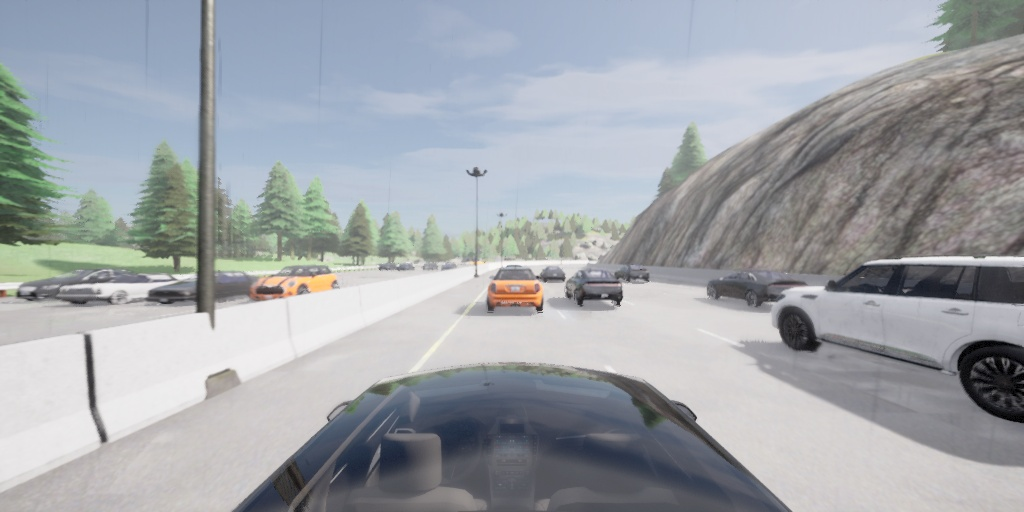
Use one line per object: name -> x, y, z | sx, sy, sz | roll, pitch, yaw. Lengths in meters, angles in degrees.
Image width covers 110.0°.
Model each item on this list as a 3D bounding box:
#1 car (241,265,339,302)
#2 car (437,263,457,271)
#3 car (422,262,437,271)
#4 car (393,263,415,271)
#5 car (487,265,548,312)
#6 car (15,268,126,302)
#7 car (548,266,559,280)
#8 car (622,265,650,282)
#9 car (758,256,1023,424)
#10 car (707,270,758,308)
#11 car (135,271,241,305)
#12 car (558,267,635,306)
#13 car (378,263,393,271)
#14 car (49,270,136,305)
car -> -10.564, 1.240, 17.817 | 2.097, 1.767, 4.553 | 0, -1, 0
car -> -10.370, 1.802, 59.382 | 2.033, 1.411, 5.357 | 0, -1, 1
car -> -13.807, 1.757, 60.817 | 2.128, 1.511, 4.902 | 0, 0, 2
car -> -17.350, 1.809, 58.682 | 1.994, 1.385, 4.181 | 0, 0, 1
car -> 0.128, 1.219, 14.948 | 2.097, 1.767, 4.553 | 0, -1, 0
car -> -21.062, 1.376, 17.974 | 2.128, 1.511, 4.902 | 0, 0, 0
car -> 3.671, 1.589, 32.603 | 1.994, 1.385, 4.181 | 0, -1, 0
car -> 10.670, 1.515, 32.076 | 2.128, 1.511, 4.902 | 0, -1, 0
car -> 7.095, 1.014, 5.930 | 2.150, 2.045, 5.566 | 0, 0, 0
car -> 10.631, 1.372, 15.937 | 2.128, 1.511, 4.902 | 0, 0, 0
car -> -14.066, 1.428, 17.146 | 2.033, 1.411, 5.357 | 0, -1, 0
car -> 3.632, 1.374, 16.466 | 2.128, 1.511, 4.902 | 0, 0, 0
car -> -20.824, 1.820, 60.032 | 1.994, 1.385, 4.181 | 0, -1, 2
car -> -17.566, 1.476, 16.773 | 1.895, 1.301, 4.718 | 0, -1, 0
